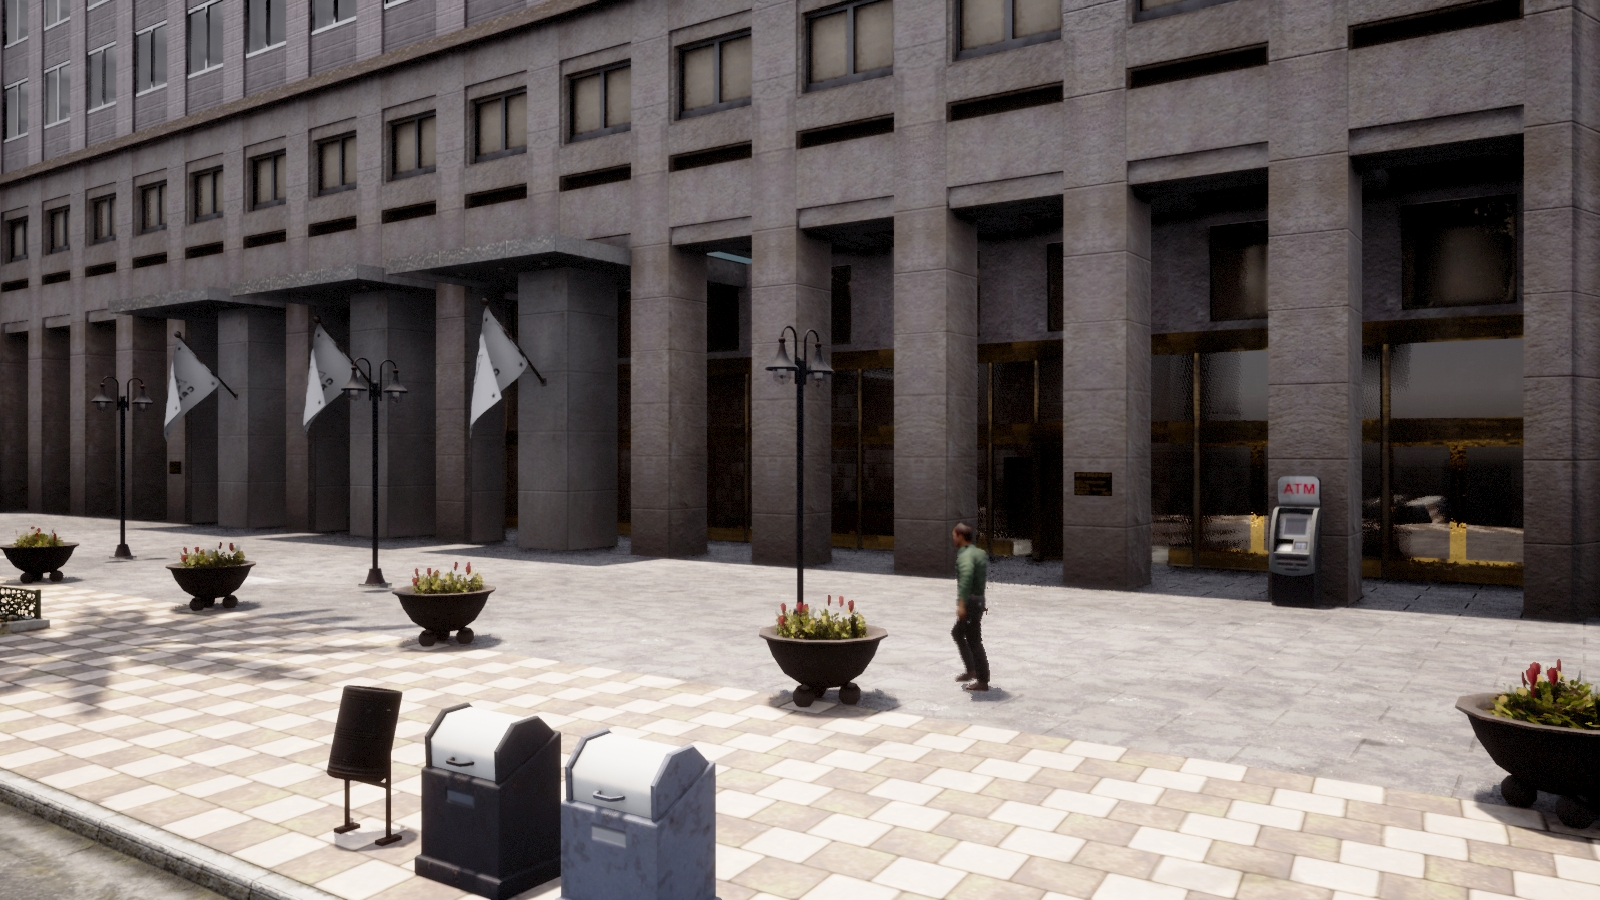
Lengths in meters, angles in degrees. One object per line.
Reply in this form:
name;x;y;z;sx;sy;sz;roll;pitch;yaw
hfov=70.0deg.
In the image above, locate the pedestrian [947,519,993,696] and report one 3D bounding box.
pedestrian;1.856;1.699;12.458;0.375;1.860;0.375;0;0;31
